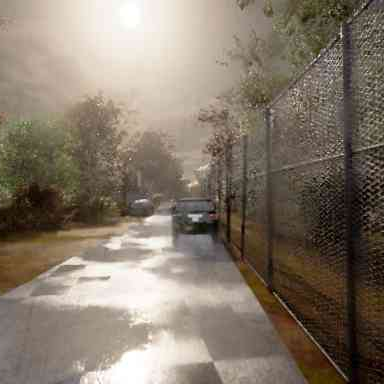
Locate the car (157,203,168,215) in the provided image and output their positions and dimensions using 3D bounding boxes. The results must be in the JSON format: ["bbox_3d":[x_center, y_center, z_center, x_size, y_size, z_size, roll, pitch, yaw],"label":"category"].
[{"bbox_3d":[-2.966,1.946,38.693,2.033,1.411,5.357,0,-1,0],"label":"car"}]

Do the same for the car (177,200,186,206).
[{"bbox_3d":[-2.470,2.725,80.027,1.837,1.490,4.892,0,-2,3],"label":"car"}]

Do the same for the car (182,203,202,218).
[{"bbox_3d":[-0.001,1.892,35.041,1.994,1.385,4.181,0,-1,0],"label":"car"}]

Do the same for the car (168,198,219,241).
[{"bbox_3d":[0.123,1.299,17.141,2.150,2.045,5.566,0,0,-1],"label":"car"}]
